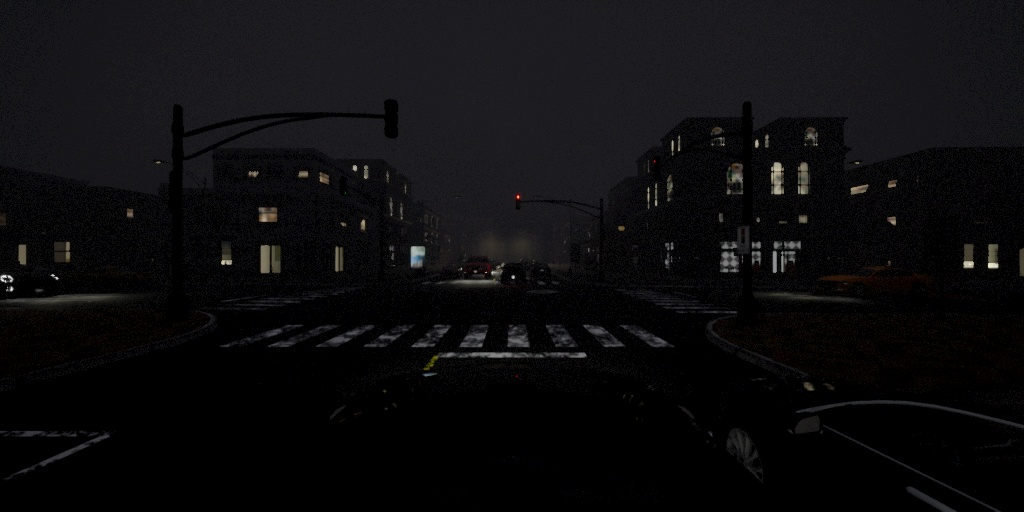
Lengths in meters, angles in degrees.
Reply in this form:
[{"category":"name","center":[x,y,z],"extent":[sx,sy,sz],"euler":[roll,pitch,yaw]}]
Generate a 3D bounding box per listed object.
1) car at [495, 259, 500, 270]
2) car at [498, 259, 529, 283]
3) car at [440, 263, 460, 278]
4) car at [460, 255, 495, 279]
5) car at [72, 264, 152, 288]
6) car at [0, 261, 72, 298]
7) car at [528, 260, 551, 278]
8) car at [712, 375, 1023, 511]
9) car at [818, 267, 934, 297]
[{"category":"car","center":[-3.103,1.246,48.559],"extent":[2.128,1.511,4.902],"euler":[0,0,0]},{"category":"car","center":[0.095,1.256,28.131],"extent":[1.837,1.490,4.892],"euler":[0,0,0]},{"category":"car","center":[-5.696,1.334,33.995],"extent":[1.802,1.307,4.207],"euler":[0,0,0]},{"category":"car","center":[-3.119,0.969,33.526],"extent":[2.150,2.045,5.566],"euler":[0,1,1]},{"category":"car","center":[-25.458,1.194,22.373],"extent":[4.829,1.417,1.751],"euler":[0,0,1]},{"category":"car","center":[-24.019,0.995,16.566],"extent":[4.553,1.767,2.097],"euler":[0,0,1]},{"category":"car","center":[2.684,1.318,33.984],"extent":[1.948,1.339,4.313],"euler":[0,0,0]},{"category":"car","center":[2.691,1.300,1.594],"extent":[2.007,1.370,4.403],"euler":[0,0,0]},{"category":"car","center":[19.243,1.335,19.108],"extent":[5.008,1.535,1.882],"euler":[0,0,1]}]
